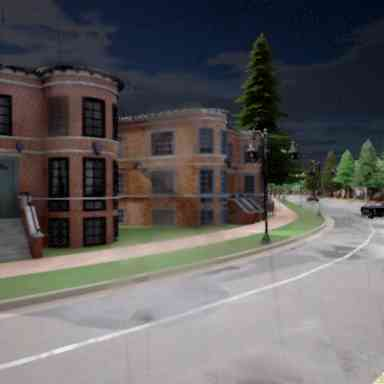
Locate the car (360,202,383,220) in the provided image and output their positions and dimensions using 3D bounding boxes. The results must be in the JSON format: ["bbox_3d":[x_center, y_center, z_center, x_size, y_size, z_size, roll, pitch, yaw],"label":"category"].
[{"bbox_3d":[15.165,1.504,27.133,1.895,1.301,4.718,0,0,16],"label":"car"}]

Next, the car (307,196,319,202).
[{"bbox_3d":[24.637,1.414,67.726,1.895,1.301,4.718,0,0,13],"label":"car"}]
